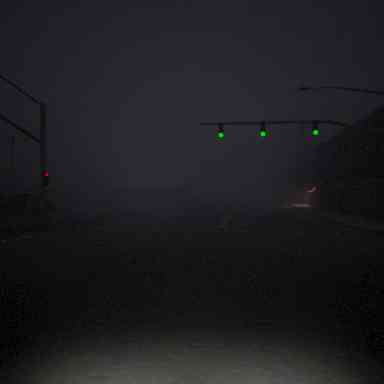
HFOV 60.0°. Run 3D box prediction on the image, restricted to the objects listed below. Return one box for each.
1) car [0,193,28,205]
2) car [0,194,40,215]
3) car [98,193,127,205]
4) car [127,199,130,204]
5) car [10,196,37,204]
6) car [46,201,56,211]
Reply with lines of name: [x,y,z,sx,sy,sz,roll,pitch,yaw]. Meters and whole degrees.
car: [-30.203,1.153,55.734,4.605,1.855,1.932,0,0,9]
car: [-16.417,1.153,30.786,4.605,1.855,1.932,0,0,9]
car: [-12.893,1.156,53.027,3.866,1.878,1.905,0,0,9]
car: [-12.432,1.395,55.885,3.806,1.475,1.970,0,0,9]
car: [-29.689,1.364,58.585,3.905,1.438,1.784,0,0,9]
car: [-15.912,1.156,33.636,3.866,1.878,1.905,0,0,9]
